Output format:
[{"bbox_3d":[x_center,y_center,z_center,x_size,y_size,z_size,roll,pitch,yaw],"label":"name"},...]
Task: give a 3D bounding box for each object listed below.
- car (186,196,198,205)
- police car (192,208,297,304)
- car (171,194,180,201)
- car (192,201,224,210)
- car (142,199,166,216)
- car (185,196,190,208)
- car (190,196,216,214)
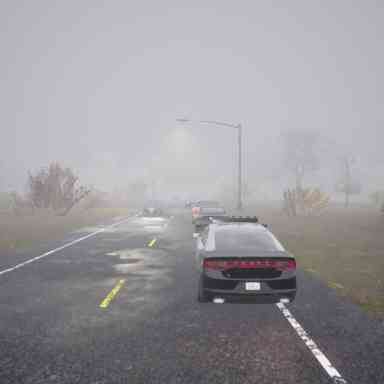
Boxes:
[{"bbox_3d":[0.007,1.431,58.620,2.033,1.411,5.357,0,0,0],"label":"car"},{"bbox_3d":[1.052,1.419,8.334,1.930,1.638,5.238,0,0,0],"label":"police car"},{"bbox_3d":[-3.785,1.157,77.380,2.097,1.767,4.553,0,0,-1],"label":"car"},{"bbox_3d":[1.054,1.488,18.225,1.837,1.490,4.892,0,0,0],"label":"car"},{"bbox_3d":[-3.593,1.448,31.987,2.128,1.511,4.902,0,0,0],"label":"car"},{"bbox_3d":[0.040,1.525,45.475,1.895,1.301,4.718,0,0,0],"label":"car"},{"bbox_3d":[1.055,1.324,24.197,2.097,1.767,4.553,0,0,0],"label":"car"}]
